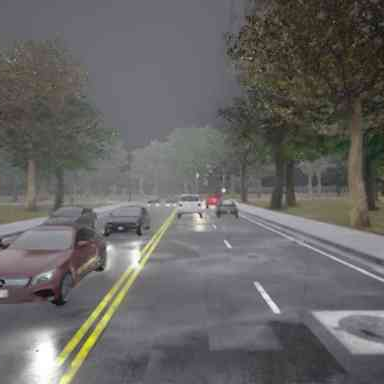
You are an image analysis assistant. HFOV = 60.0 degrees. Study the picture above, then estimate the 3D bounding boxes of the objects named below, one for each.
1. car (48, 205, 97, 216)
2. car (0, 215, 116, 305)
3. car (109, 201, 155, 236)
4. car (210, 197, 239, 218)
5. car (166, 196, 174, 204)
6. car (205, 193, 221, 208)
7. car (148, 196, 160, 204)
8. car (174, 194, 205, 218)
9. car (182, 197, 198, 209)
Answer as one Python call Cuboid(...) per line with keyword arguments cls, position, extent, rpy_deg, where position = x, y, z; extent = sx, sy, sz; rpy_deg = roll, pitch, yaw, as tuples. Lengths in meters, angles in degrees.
Cuboid(cls="car", position=(-6.722, 1.526, 18.798), extent=(1.837, 1.490, 4.892), rpy_deg=(0, 0, 0))
Cuboid(cls="car", position=(-3.400, 1.537, 8.213), extent=(1.812, 1.442, 4.674), rpy_deg=(0, 0, 0))
Cuboid(cls="car", position=(-3.465, 1.489, 18.615), extent=(1.882, 1.535, 5.008), rpy_deg=(0, 0, 0))
Cuboid(cls="car", position=(3.082, 1.475, 30.443), extent=(2.128, 1.511, 4.902), rpy_deg=(0, 0, 0))
Cuboid(cls="car", position=(-3.724, 1.515, 61.783), extent=(1.994, 1.385, 4.181), rpy_deg=(0, 0, 0))
Cuboid(cls="car", position=(2.953, 1.182, 46.195), extent=(2.150, 2.045, 5.566), rpy_deg=(0, 0, 0))
Cuboid(cls="car", position=(-6.974, 1.438, 61.736), extent=(1.882, 1.535, 5.008), rpy_deg=(0, 0, 0))
Cuboid(cls="car", position=(-0.166, 1.217, 30.547), extent=(2.150, 2.045, 5.566), rpy_deg=(0, 0, 0))
Cuboid(cls="car", position=(-0.288, 1.460, 46.646), extent=(2.128, 1.511, 4.902), rpy_deg=(0, 0, 0))
